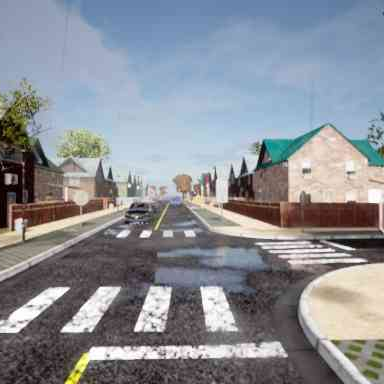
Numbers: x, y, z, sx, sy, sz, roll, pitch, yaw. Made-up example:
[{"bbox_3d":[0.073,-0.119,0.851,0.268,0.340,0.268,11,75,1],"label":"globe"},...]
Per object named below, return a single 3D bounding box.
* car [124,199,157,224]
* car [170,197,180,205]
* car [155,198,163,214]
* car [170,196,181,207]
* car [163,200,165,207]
[{"bbox_3d":[-3.968,1.529,25.429,1.837,1.490,4.892,0,0,-3],"label":"car"},{"bbox_3d":[-3.285,1.738,65.110,1.882,1.535,5.008,0,-1,-3],"label":"car"},{"bbox_3d":[-4.603,1.672,37.055,1.895,1.301,4.718,0,0,-3],"label":"car"},{"bbox_3d":[-2.700,1.733,55.334,2.033,1.411,5.357,0,0,-3],"label":"car"},{"bbox_3d":[-5.500,1.741,54.242,1.994,1.385,4.181,0,-1,-3],"label":"car"}]
